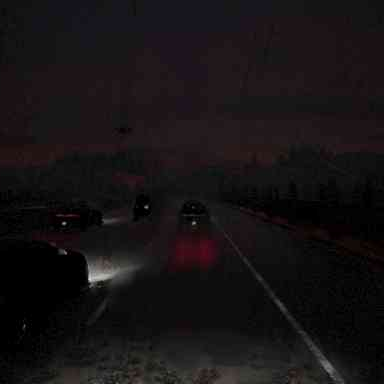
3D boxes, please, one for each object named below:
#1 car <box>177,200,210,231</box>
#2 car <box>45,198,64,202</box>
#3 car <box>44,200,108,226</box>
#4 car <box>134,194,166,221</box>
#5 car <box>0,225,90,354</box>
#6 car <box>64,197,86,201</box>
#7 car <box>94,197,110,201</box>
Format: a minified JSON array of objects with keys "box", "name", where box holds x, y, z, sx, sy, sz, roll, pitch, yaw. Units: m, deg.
[{"box":[0.114,1.482,20.597,2.128,1.511,4.902,0,0,0],"name":"car"},{"box":[-21.022,1.541,51.205,1.994,1.385,4.181,0,0,0],"name":"car"},{"box":[-6.887,1.480,20.365,2.128,1.511,4.902,0,0,0],"name":"car"},{"box":[-3.381,1.207,27.378,2.150,2.045,5.566,0,0,0],"name":"car"},{"box":[-3.392,1.560,6.100,1.994,1.385,4.181,0,0,0],"name":"car"},{"box":[-17.524,1.504,51.251,1.812,1.442,4.674,0,0,0],"name":"car"},{"box":[-14.027,1.526,51.179,2.033,1.411,5.357,0,0,0],"name":"car"}]
